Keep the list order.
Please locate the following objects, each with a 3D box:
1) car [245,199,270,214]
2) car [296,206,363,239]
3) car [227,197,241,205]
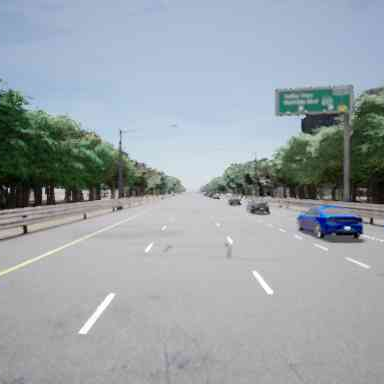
[{"bbox_3d":[7.041,1.523,35.711,1.812,1.442,4.674,0,0,0],"label":"car"},{"bbox_3d":[7.014,1.492,17.471,1.882,1.535,5.008,0,0,0],"label":"car"},{"bbox_3d":[7.071,1.510,56.370,1.812,1.442,4.674,0,0,0],"label":"car"}]
